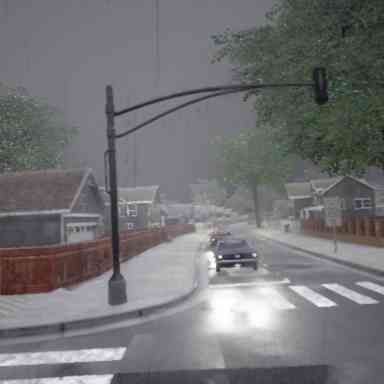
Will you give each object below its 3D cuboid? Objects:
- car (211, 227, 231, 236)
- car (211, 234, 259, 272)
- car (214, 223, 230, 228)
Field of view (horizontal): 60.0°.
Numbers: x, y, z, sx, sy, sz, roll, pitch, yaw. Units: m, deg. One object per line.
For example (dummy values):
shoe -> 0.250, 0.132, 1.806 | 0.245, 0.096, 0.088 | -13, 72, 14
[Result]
car -> 2.517, 3.906, 27.756 | 1.895, 1.301, 4.718 | -4, -5, 3
car -> 1.996, 2.924, 16.007 | 1.895, 1.301, 4.718 | -4, -5, 2
car -> 4.186, 5.171, 46.411 | 2.097, 1.767, 4.553 | -4, -5, 7
